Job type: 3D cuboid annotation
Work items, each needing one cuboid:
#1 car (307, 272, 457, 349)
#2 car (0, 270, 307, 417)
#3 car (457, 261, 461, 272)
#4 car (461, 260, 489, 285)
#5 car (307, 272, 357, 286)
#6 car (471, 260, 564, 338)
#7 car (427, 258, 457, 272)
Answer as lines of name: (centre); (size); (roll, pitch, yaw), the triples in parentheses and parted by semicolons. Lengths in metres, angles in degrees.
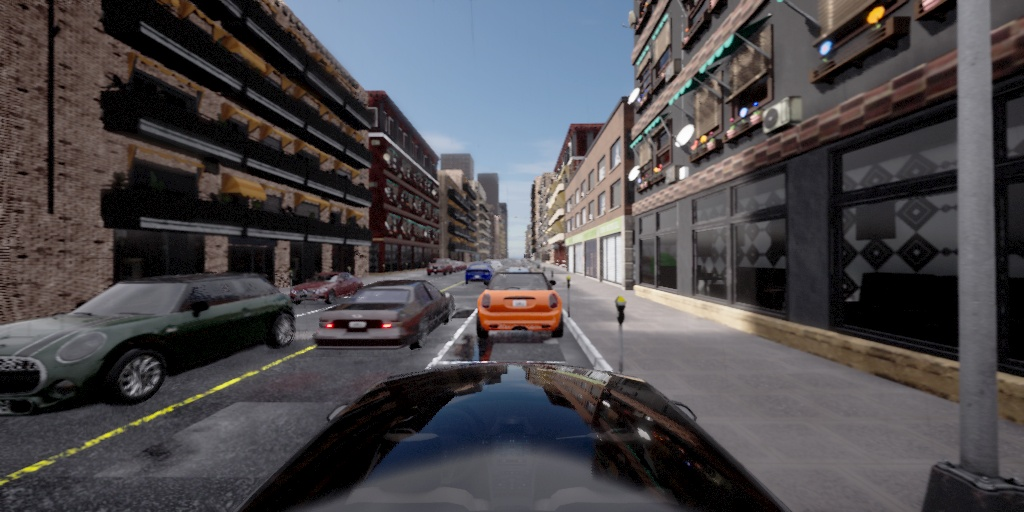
car: (-2.809, 1.325, 9.186); (2.033, 1.411, 5.357); (0, 0, 1)
car: (-6.090, 1.140, 6.357); (2.097, 1.767, 4.553); (0, 0, 1)
car: (-7.671, 1.305, 44.809); (1.967, 1.591, 4.097); (0, 0, 2)
car: (-2.340, 1.286, 27.244); (1.882, 1.535, 5.008); (0, 0, 2)
car: (-8.409, 1.401, 16.638); (1.802, 1.307, 4.207); (0, 0, 2)
car: (0.232, 1.118, 10.418); (2.097, 1.767, 4.553); (0, 0, 1)
car: (-7.818, 1.171, 39.175); (2.192, 1.841, 5.009); (0, 0, 2)
